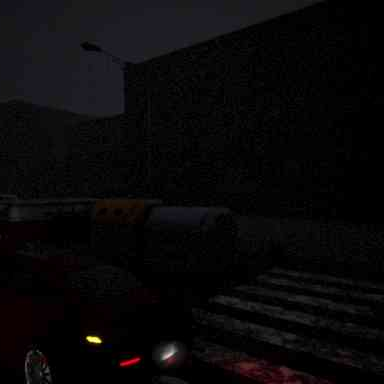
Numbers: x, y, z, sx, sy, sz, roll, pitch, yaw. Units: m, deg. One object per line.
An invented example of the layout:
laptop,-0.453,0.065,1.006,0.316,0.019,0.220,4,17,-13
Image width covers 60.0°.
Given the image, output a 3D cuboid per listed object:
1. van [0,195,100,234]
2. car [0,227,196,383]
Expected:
van,-5.154,1.223,12.854,1.878,1.987,4.442,0,0,36
car,-2.109,1.517,4.910,4.674,1.442,1.812,0,0,36
